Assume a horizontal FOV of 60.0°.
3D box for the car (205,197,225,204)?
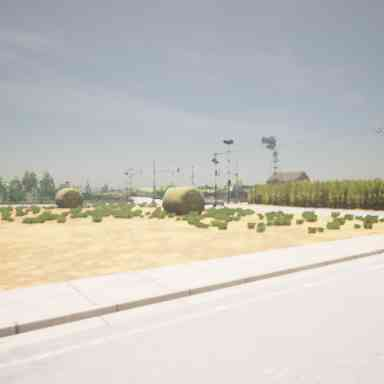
[{"bbox_3d":[3.457,1.553,52.753,1.812,1.442,4.674,0,0,-34],"label":"car"}]
